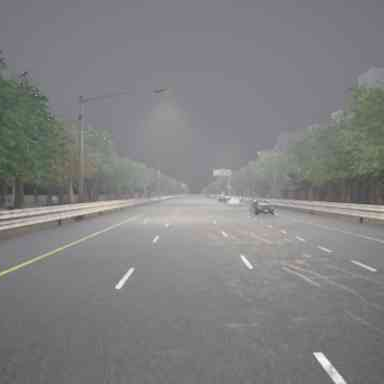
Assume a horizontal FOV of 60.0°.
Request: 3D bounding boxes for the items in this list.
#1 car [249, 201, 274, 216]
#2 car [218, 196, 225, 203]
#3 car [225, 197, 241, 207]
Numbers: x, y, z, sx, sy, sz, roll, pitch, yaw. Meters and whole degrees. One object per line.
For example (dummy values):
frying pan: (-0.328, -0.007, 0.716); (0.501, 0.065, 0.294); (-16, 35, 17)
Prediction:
car: (7.057, 1.635, 33.891); (1.812, 1.442, 4.674); (0, 0, 0)
car: (7.348, 1.798, 81.080); (1.882, 1.535, 5.008); (0, 0, 1)
car: (7.168, 1.738, 56.667); (1.812, 1.442, 4.674); (0, 0, 0)
